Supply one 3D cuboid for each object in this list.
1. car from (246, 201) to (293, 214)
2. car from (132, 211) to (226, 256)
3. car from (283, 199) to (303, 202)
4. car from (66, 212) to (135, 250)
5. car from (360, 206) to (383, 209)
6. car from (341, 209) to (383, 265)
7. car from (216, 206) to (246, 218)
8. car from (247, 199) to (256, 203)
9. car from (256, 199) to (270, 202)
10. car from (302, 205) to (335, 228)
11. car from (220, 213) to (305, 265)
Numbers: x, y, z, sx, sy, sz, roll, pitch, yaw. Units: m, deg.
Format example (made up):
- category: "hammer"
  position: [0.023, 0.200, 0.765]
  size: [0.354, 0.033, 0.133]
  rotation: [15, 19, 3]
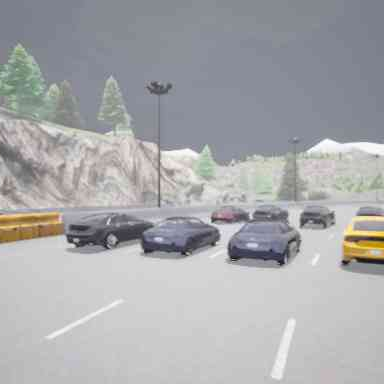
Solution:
- category: "car"
  position: [6.309, 1.782, 26.404]
  size: [1.837, 1.490, 4.892]
  rotation: [0, 0, 32]
- category: "car"
  position: [-0.341, 1.714, 13.972]
  size: [1.994, 1.385, 4.181]
  rotation: [0, -1, 26]
- category: "car"
  position: [20.876, 2.211, 66.437]
  size: [4.902, 1.511, 2.128]
  rotation: [1, -1, -44]
- category: "car"
  position: [-3.536, 1.675, 15.415]
  size: [1.837, 1.490, 4.892]
  rotation: [0, 0, 26]
- category: "car"
  position: [12.350, 1.740, 22.866]
  size: [1.837, 1.490, 4.892]
  rotation: [0, 0, 32]
- category: "car"
  position: [6.361, 1.598, 11.740]
  size: [1.882, 1.535, 5.008]
  rotation: [0, 0, 26]
- category: "car"
  position: [3.242, 1.860, 28.093]
  size: [1.994, 1.385, 4.181]
  rotation: [0, -1, 32]
- category: "car"
  position: [14.287, 2.303, 74.644]
  size: [4.902, 1.511, 2.128]
  rotation: [1, -1, -44]
- category: "car"
  position: [16.459, 2.343, 71.890]
  size: [4.718, 1.301, 1.895]
  rotation: [1, -1, -44]
- category: "car"
  position: [9.329, 1.761, 24.634]
  size: [1.837, 1.490, 4.892]
  rotation: [0, 0, 32]
- category: "car"
  position: [2.821, 1.696, 12.483]
  size: [1.994, 1.385, 4.181]
  rotation: [0, -1, 26]
